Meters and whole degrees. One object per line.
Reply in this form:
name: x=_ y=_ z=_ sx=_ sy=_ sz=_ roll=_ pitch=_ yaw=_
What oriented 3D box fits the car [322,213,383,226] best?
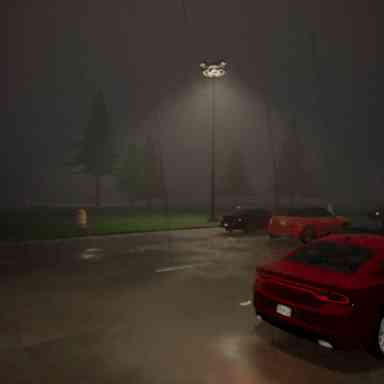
car: x=7.582 y=1.721 z=13.464 sx=4.718 sy=1.301 sz=1.895 roll=1 pitch=0 yaw=-35

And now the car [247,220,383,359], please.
car: x=3.326 y=1.531 z=6.148 sx=5.008 sy=1.535 sz=1.882 roll=0 pitch=0 yaw=-35

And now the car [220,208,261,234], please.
car: x=3.753 y=1.650 z=19.712 sx=4.674 sy=1.442 sz=1.812 roll=1 pitch=0 yaw=-36

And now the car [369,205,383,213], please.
car: x=17.366 y=1.833 z=29.360 sx=4.181 sy=1.385 sz=1.994 roll=1 pitch=0 yaw=-35

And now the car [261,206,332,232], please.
car: x=5.943 y=1.476 z=16.596 sx=4.553 sy=1.767 sz=2.097 roll=1 pitch=0 yaw=-35
